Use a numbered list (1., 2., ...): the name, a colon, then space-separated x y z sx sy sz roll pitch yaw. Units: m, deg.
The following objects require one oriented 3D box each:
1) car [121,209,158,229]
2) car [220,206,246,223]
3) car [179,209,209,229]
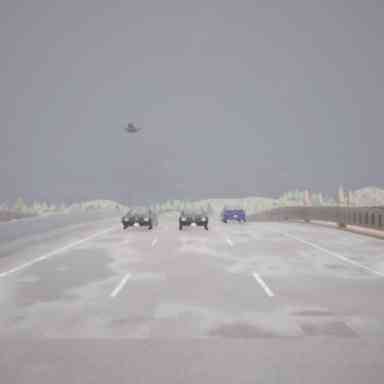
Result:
1. car: -3.399 1.780 22.599 1.895 1.301 4.718 0 -2 0
2. car: 3.601 1.969 29.884 1.882 1.535 5.008 0 -3 0
3. car: 0.101 1.778 22.634 1.895 1.301 4.718 0 -2 0
